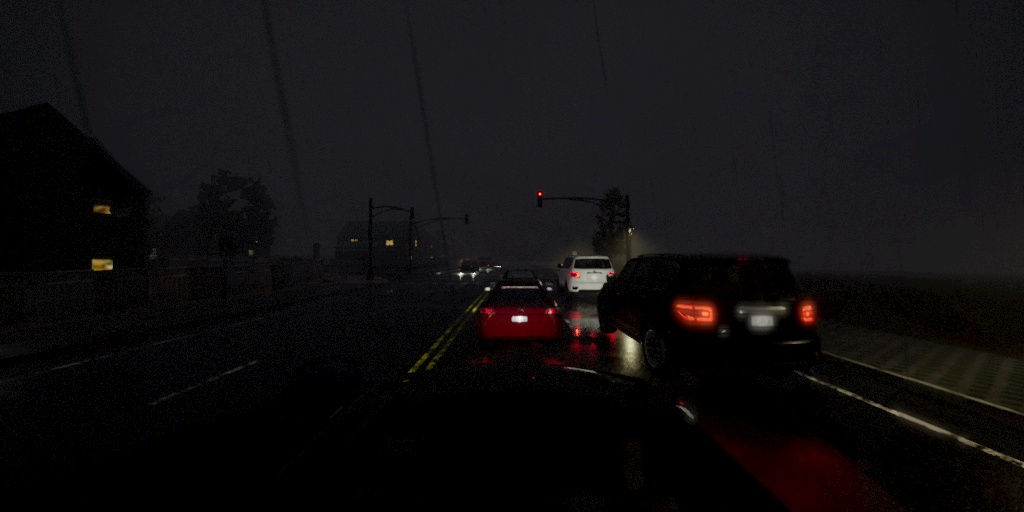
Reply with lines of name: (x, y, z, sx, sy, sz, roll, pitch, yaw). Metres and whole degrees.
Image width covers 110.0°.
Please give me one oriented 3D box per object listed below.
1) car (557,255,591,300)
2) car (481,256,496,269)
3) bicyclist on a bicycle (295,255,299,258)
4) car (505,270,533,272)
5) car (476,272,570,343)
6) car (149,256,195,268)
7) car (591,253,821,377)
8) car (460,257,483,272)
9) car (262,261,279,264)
car: (3.554, 0.974, 17.895, 2.150, 2.045, 5.566, 0, 0, 1)
car: (-4.520, 1.036, 60.402, 2.150, 2.045, 5.566, 0, 1, 4)
bicyclist on a bicycle: (-24.187, 0.761, 40.246, 0.582, 1.620, 1.656, 1, -1, 16)
car: (0.342, 1.355, 18.468, 1.895, 1.301, 4.718, 0, 0, -3)
car: (0.177, 1.315, 9.659, 1.994, 1.385, 4.181, 0, 0, 0)
car: (-35.357, 0.730, 37.275, 5.357, 1.411, 2.033, 1, -1, 16)
car: (3.402, 0.971, 7.537, 2.150, 2.045, 5.566, 0, 0, 0)
car: (-5.375, 1.272, 46.130, 1.882, 1.535, 5.008, 0, 0, 3)
car: (-20.869, 0.923, 33.229, 4.892, 1.490, 1.837, 1, -1, 16)
